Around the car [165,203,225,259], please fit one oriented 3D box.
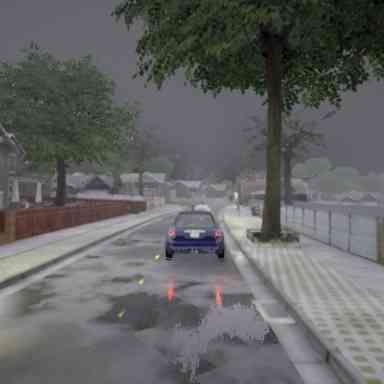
[{"bbox_3d":[0.169,1.499,13.372,2.097,1.767,4.553,0,-1,2],"label":"car"}]
